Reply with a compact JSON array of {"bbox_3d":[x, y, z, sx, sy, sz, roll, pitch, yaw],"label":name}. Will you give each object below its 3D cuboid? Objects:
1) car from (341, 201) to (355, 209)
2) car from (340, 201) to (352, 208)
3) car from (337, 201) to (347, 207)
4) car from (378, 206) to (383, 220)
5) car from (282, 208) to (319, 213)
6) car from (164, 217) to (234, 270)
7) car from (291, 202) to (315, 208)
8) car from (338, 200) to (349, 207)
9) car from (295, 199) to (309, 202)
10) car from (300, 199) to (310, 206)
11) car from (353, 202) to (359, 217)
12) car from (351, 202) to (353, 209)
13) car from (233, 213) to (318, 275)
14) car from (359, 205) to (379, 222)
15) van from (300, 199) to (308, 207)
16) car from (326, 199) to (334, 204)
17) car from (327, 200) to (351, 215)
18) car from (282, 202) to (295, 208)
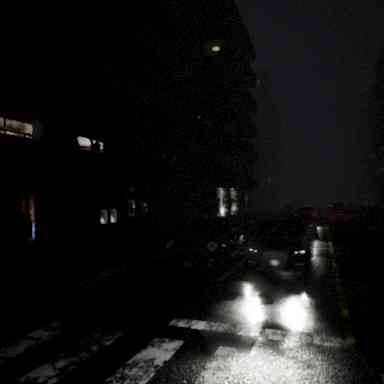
[{"bbox_3d":[28.808,2.425,61.619,2.008,1.369,4.403,-1,-1,21],"label":"car"},{"bbox_3d":[30.852,2.503,66.900,1.887,1.381,4.507,-1,-1,21],"label":"car"},{"bbox_3d":[34.939,2.715,77.458,1.802,1.307,4.206,-1,-1,21],"label":"car"},{"bbox_3d":[12.518,1.733,19.542,1.752,1.417,4.829,-1,-1,21],"label":"car"},{"bbox_3d":[6.433,1.875,19.870,1.994,1.385,4.181,-1,-1,20],"label":"car"},{"bbox_3d":[0.562,1.680,11.865,1.967,1.590,4.097,-1,-1,21],"label":"car"},{"bbox_3d":[10.139,1.934,29.409,1.882,1.535,5.008,-1,-1,21],"label":"car"},{"bbox_3d":[32.893,2.485,72.180,1.967,1.590,4.097,-1,-1,21],"label":"car"},{"bbox_3d":[20.997,2.377,64.666,2.192,1.841,5.009,-1,-1,21],"label":"car"},{"bbox_3d":[29.171,2.729,85.784,2.192,1.841,5.009,-1,-1,21],"label":"car"},{"bbox_3d":[18.588,1.996,35.219,1.887,1.381,4.507,-1,-1,21],"label":"car"},{"bbox_3d":[26.764,2.341,56.340,2.008,1.369,4.403,-1,-1,21],"label":"car"},{"bbox_3d":[3.116,1.679,11.295,2.128,1.511,4.902,-1,-1,21],"label":"car"},{"bbox_3d":[16.544,1.912,29.941,1.887,1.381,4.507,-1,-1,21],"label":"car"},{"bbox_3d":[27.129,2.662,80.505,1.690,1.788,3.998,-1,-1,21],"label":"van"},{"bbox_3d":[21.989,2.242,51.191,2.128,1.511,4.902,-1,-1,21],"label":"car"},{"bbox_3d":[18.266,2.074,41.565,1.882,1.535,5.008,-1,-1,21],"label":"car"},{"bbox_3d":[12.825,2.306,43.540,1.802,1.307,4.206,-1,-1,21],"label":"car"}]
